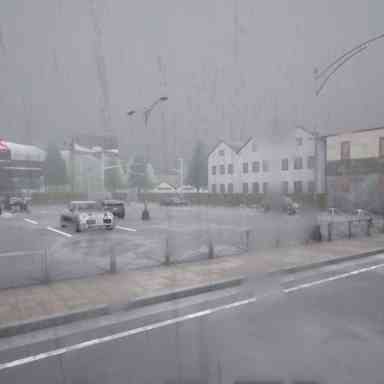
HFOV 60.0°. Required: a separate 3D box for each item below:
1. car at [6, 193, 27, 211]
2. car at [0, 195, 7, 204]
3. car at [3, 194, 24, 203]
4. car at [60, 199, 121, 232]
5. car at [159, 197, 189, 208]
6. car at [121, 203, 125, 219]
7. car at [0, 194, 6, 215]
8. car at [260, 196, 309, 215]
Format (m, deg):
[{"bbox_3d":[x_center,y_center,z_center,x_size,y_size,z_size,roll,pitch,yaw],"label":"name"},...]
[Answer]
[{"bbox_3d":[-20.120,1.092,37.950,1.905,1.878,3.866,0,0,-36],"label":"car"},{"bbox_3d":[-39.486,1.495,65.901,4.611,1.667,2.242,0,0,-36],"label":"car"},{"bbox_3d":[-39.260,1.328,73.030,3.866,1.878,1.905,0,0,-36],"label":"car"},{"bbox_3d":[-5.603,1.248,17.685,1.970,1.475,3.806,0,0,-36],"label":"car"},{"bbox_3d":[-2.605,1.371,46.216,2.033,1.411,5.357,0,0,-35],"label":"car"},{"bbox_3d":[-6.733,1.313,25.548,2.007,1.523,4.514,0,0,-36],"label":"car"},{"bbox_3d":[-18.207,1.113,29.640,1.932,1.855,4.605,0,0,-36],"label":"car"},{"bbox_3d":[8.475,1.176,30.615,2.097,1.767,4.553,0,0,-35],"label":"car"}]
